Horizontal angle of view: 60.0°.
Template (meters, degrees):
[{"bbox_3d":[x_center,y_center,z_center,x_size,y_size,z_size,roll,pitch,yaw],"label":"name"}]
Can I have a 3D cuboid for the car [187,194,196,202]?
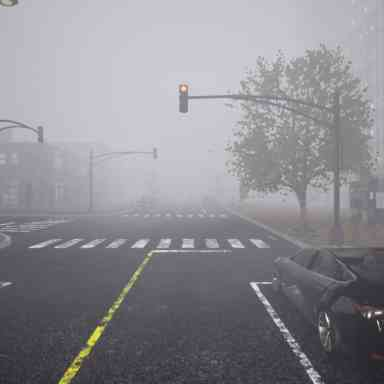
[{"bbox_3d":[-0.088,1.362,79.487,2.097,1.767,4.553,0,0,0],"label":"car"}]

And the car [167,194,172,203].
[{"bbox_3d":[-5.767,1.531,71.404,1.752,1.417,4.829,0,0,0],"label":"car"}]

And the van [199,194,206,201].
[{"bbox_3d":[2.602,1.349,82.687,1.690,1.788,3.998,0,0,0],"label":"van"}]

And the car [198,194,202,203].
[{"bbox_3d":[2.625,1.556,60.483,2.008,1.369,4.403,0,0,0],"label":"car"}]

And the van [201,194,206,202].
[{"bbox_3d":[2.639,1.345,49.382,1.690,1.788,3.998,0,0,0],"label":"van"}]

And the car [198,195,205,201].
[{"bbox_3d":[2.594,1.534,88.408,1.752,1.417,4.829,0,0,0],"label":"car"}]

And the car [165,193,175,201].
[{"bbox_3d":[-5.786,1.324,88.227,2.192,1.841,5.009,0,0,0],"label":"car"}]

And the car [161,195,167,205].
[{"bbox_3d":[-5.748,1.555,54.921,2.008,1.369,4.403,0,0,0],"label":"car"}]

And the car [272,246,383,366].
[{"bbox_3d":[2.688,1.566,5.801,1.947,1.339,4.313,0,0,0],"label":"car"}]

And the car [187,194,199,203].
[{"bbox_3d":[0.014,1.569,69.569,1.994,1.385,4.181,0,0,1],"label":"car"}]

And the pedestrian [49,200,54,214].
[{"bbox_3d":[-12.783,1.318,30.262,0.375,1.300,0.375,0,-1,-1],"label":"pedestrian"}]

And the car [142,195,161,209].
[{"bbox_3d":[-5.735,1.318,43.818,2.192,1.841,5.009,0,0,0],"label":"car"}]

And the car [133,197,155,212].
[{"bbox_3d":[-5.729,1.584,38.267,1.802,1.307,4.206,0,0,0],"label":"car"}]

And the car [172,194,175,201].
[{"bbox_3d":[-5.780,1.558,82.675,2.008,1.369,4.403,0,0,0],"label":"car"}]

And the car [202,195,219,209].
[{"bbox_3d":[2.644,1.528,44.000,1.752,1.417,4.829,0,0,0],"label":"car"}]
